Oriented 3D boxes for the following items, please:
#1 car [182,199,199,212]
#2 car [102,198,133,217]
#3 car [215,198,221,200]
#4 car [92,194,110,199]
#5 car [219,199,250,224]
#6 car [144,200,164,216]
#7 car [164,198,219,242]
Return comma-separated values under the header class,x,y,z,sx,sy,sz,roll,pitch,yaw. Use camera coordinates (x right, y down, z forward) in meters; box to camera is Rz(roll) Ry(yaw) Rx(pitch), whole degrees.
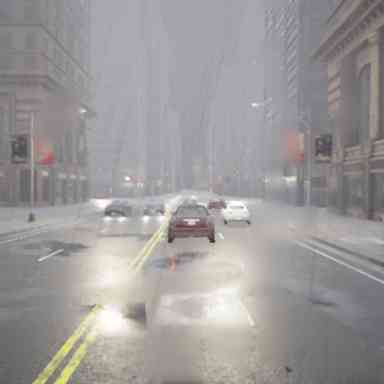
class,x,y,z,sx,sy,sz,roll,pitch,yaw
car,-0.200,1.549,39.760,1.994,1.385,4.181,0,0,0
car,-6.832,1.507,31.529,2.033,1.411,5.357,0,0,0
car,2.991,1.476,41.875,1.882,1.535,5.008,0,0,0
car,-23.413,1.273,85.982,4.507,1.381,1.887,1,0,-1
car,3.102,1.531,24.489,1.812,1.442,4.674,0,0,0
car,-3.579,1.499,32.591,1.812,1.442,4.674,0,0,0
car,-0.030,1.347,16.359,2.097,1.767,4.553,0,0,0
